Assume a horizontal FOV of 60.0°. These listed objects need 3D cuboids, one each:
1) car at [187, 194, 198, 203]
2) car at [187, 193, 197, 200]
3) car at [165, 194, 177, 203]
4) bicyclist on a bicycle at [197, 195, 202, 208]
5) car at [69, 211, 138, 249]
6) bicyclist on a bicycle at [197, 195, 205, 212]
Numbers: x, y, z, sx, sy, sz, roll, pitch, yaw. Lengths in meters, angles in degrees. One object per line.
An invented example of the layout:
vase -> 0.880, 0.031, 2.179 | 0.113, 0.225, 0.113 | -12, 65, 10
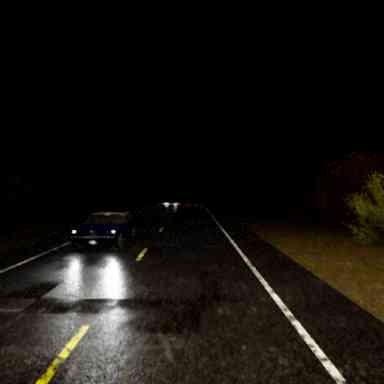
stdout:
car -> 0.086, 1.131, 57.524 | 2.128, 1.511, 4.902 | 0, 0, 0
car -> -0.002, 1.052, 74.270 | 2.033, 1.411, 5.357 | 0, 0, 0
car -> -3.548, 1.166, 57.680 | 1.812, 1.442, 4.674 | 0, 1, 0
bicyclist on a bicycle -> 0.962, 1.202, 41.975 | 0.582, 1.620, 1.656 | 0, 0, 0
car -> -3.600, 1.523, 14.323 | 1.895, 1.301, 4.718 | 0, 0, 0
bicyclist on a bicycle -> 0.964, 1.174, 33.408 | 0.659, 1.776, 1.843 | 0, 1, 0
